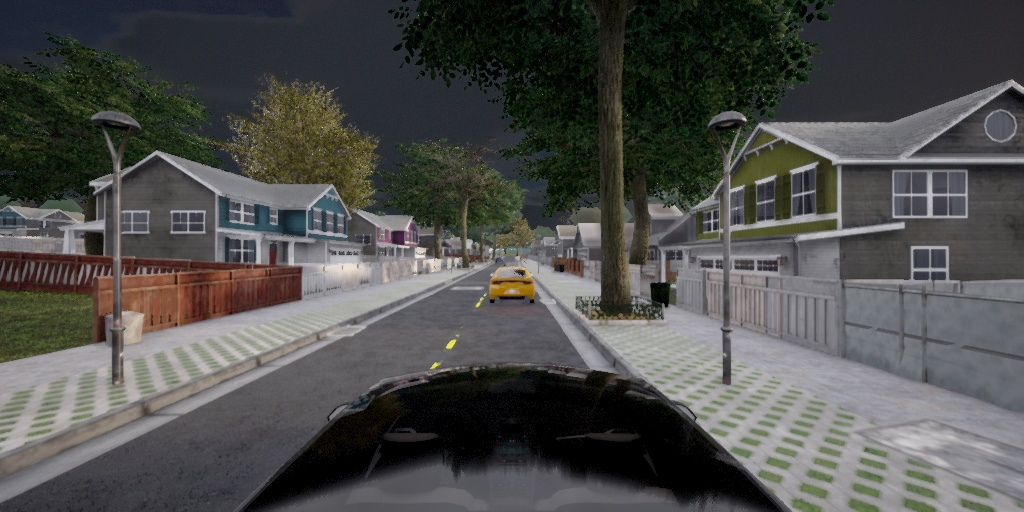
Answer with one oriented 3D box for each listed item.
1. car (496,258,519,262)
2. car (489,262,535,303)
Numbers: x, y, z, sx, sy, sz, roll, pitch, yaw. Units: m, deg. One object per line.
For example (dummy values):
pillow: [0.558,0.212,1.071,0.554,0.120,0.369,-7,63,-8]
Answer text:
car: [0.000,1.190,31.497,2.128,1.511,4.902,0,0,0]
car: [0.000,1.223,16.498,1.882,1.535,5.008,0,0,0]
